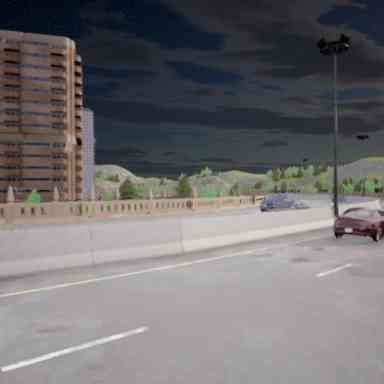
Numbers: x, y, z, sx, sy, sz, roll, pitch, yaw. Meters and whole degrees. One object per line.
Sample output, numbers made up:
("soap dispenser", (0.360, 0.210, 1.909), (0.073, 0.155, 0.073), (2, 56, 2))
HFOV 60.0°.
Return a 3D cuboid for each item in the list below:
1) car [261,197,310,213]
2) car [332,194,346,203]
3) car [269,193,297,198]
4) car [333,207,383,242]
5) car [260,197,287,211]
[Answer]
("car", (7.372, 1.429, 25.390), (2.128, 1.511, 4.902), (0, 0, 41))
("car", (27.190, 1.097, 61.564), (2.097, 1.767, 4.553), (-1, 0, 17))
("car", (8.729, 1.146, 32.543), (2.150, 2.045, 5.566), (0, 0, 37))
("car", (8.350, 1.456, 15.926), (1.812, 1.442, 4.674), (0, 0, 45))
("car", (10.021, 1.418, 40.566), (1.837, 1.490, 4.892), (0, 0, 32))
